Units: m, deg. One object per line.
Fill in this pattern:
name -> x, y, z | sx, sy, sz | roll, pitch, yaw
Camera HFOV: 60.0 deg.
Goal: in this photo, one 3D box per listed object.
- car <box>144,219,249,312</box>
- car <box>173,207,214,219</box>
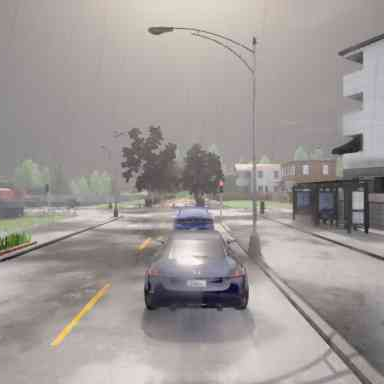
car -> 0.090, 1.564, 7.808 | 1.994, 1.385, 4.181 | 0, 0, 0
car -> 0.080, 1.478, 16.791 | 1.882, 1.535, 5.008 | 0, 0, 0
